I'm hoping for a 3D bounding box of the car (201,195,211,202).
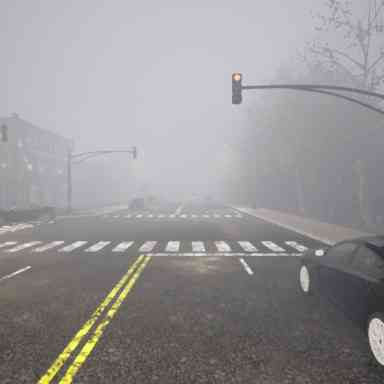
[{"bbox_3d":[3.284,1.483,79.149,2.128,1.511,4.902,0,0,0],"label":"car"}]

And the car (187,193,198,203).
[{"bbox_3d":[0.128,1.187,68.627,2.150,2.045,5.566,0,0,0],"label":"car"}]

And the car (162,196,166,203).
[{"bbox_3d":[-6.470,1.557,69.249,1.895,1.301,4.718,0,0,0],"label":"car"}]

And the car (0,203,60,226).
[{"bbox_3d":[-12.234,1.566,24.191,4.902,1.511,2.128,-2,1,-22],"label":"car"}]

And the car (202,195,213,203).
[{"bbox_3d":[3.382,1.470,68.959,1.837,1.490,4.892,0,0,0],"label":"car"}]

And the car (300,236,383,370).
[{"bbox_3d":[3.345,1.476,5.634,1.882,1.535,5.008,0,0,1],"label":"car"}]

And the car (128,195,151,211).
[{"bbox_3d":[-6.583,1.460,40.913,1.882,1.535,5.008,0,0,0],"label":"car"}]

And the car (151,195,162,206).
[{"bbox_3d":[-6.564,1.326,54.148,2.097,1.767,4.553,0,0,0],"label":"car"}]

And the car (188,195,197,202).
[{"bbox_3d":[0.034,1.498,79.270,2.033,1.411,5.357,0,0,0],"label":"car"}]
